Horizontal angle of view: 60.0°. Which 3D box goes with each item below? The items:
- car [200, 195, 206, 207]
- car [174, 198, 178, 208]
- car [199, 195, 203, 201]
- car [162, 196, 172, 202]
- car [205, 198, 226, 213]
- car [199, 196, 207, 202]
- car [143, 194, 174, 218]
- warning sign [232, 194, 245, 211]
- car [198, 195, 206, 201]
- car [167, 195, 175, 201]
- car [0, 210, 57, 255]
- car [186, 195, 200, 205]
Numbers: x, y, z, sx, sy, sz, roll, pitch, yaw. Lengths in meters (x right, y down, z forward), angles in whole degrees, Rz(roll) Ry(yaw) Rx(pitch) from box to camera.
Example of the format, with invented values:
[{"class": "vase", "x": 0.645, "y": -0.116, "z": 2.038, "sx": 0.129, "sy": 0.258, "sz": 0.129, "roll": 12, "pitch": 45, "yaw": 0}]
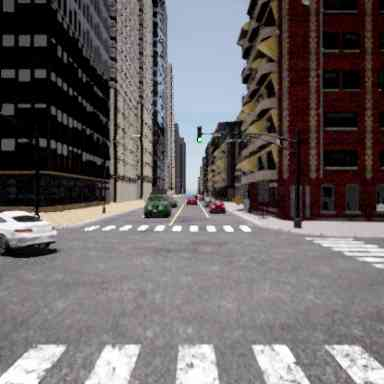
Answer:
[{"class": "car", "x": 2.692, "y": 1.595, "z": 49.227, "sx": 2.008, "sy": 1.369, "sz": 4.403, "roll": 0, "pitch": 0, "yaw": 0}, {"class": "car", "x": -3.074, "y": 1.606, "z": 48.374, "sx": 1.994, "sy": 1.385, "sz": 4.181, "roll": 0, "pitch": 0, "yaw": 0}, {"class": "car", "x": 2.692, "y": 1.602, "z": 54.875, "sx": 2.008, "sy": 1.369, "sz": 4.403, "roll": 0, "pitch": 0, "yaw": 0}, {"class": "car", "x": -5.688, "y": 1.633, "z": 77.469, "sx": 2.008, "sy": 1.369, "sz": 4.403, "roll": 0, "pitch": 0, "yaw": 0}, {"class": "car", "x": 2.742, "y": 1.611, "z": 36.310, "sx": 1.802, "sy": 1.307, "sz": 4.206, "roll": 0, "pitch": 0, "yaw": 0}, {"class": "car", "x": 2.692, "y": 1.673, "z": 83.118, "sx": 1.802, "sy": 1.307, "sz": 4.206, "roll": 0, "pitch": 0, "yaw": 0}, {"class": "car", "x": -3.099, "y": 1.245, "z": 30.817, "sx": 2.150, "sy": 2.045, "sz": 5.566, "roll": 0, "pitch": 0, "yaw": 0}, {"class": "warning sign", "x": 5.066, "y": 1.145, "z": 36.425, "sx": 1.300, "sy": 1.860, "sz": 1.060, "roll": 0, "pitch": 0, "yaw": 0}, {"class": "car", "x": 2.692, "y": 1.541, "z": 88.767, "sx": 1.967, "sy": 1.590, "sz": 4.097, "roll": 0, "pitch": 0, "yaw": 0}, {"class": "car", "x": -5.688, "y": 1.645, "z": 88.767, "sx": 1.887, "sy": 1.381, "sz": 4.507, "roll": 0, "pitch": 0, "yaw": 0}, {"class": "car", "x": -7.246, "y": 1.429, "z": 12.680, "sx": 4.674, "sy": 1.442, "sz": 1.812, "roll": 1, "pitch": -1, "yaw": 26}, {"class": "car", "x": 0.002, "y": 1.620, "z": 58.875, "sx": 1.994, "sy": 1.385, "sz": 4.181, "roll": 0, "pitch": 0, "yaw": 0}]
